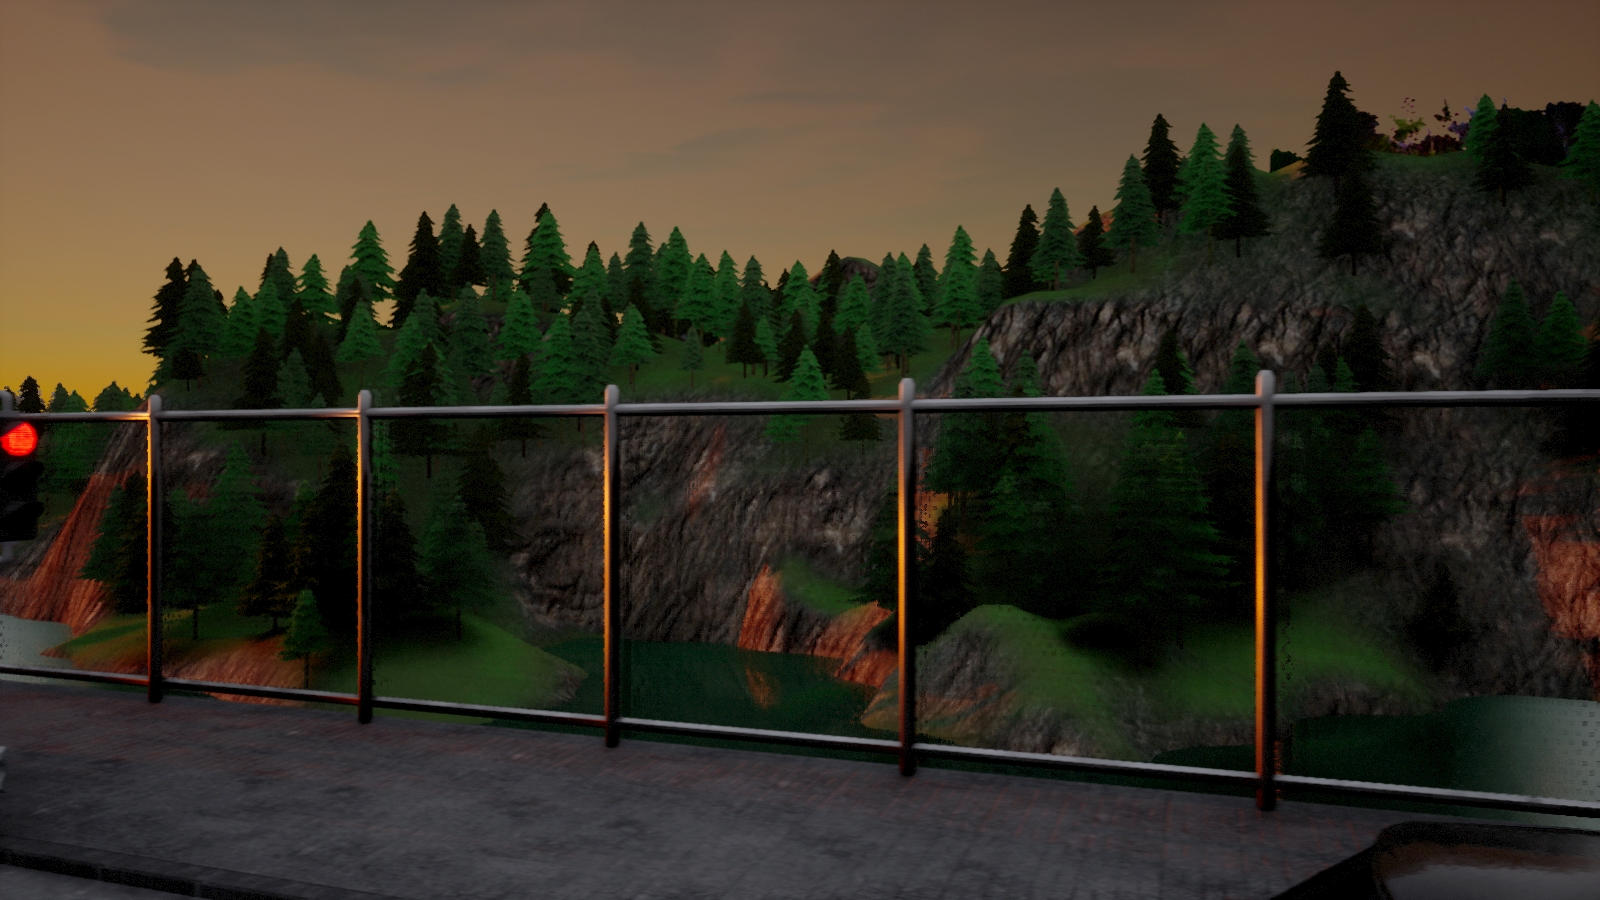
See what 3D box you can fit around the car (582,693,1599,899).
[{"bbox_3d":[1.957,1.906,3.059,4.553,1.767,2.097,0,0,19],"label":"car"}]
